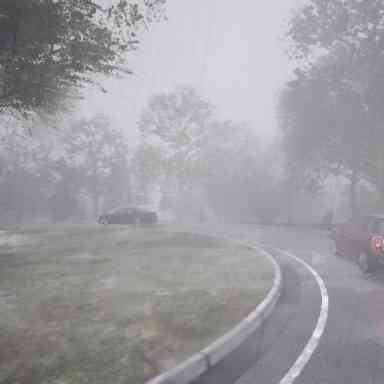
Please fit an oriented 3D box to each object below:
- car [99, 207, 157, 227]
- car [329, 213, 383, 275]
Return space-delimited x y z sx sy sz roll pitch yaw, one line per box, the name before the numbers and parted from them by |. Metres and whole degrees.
car | -5.364 2.029 27.596 5.008 1.535 1.882 -1 -2 19
car | 6.112 1.476 10.951 2.097 1.767 4.553 -1 -1 8
